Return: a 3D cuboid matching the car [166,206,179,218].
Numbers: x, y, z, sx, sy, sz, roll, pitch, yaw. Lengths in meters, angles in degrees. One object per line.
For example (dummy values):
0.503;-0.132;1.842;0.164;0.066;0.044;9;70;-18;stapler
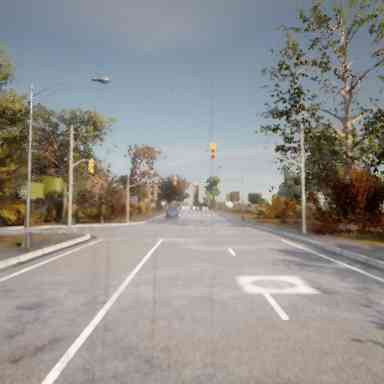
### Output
-3.538;3.688;61.051;2.150;2.045;5.566;0;-1;0;car
